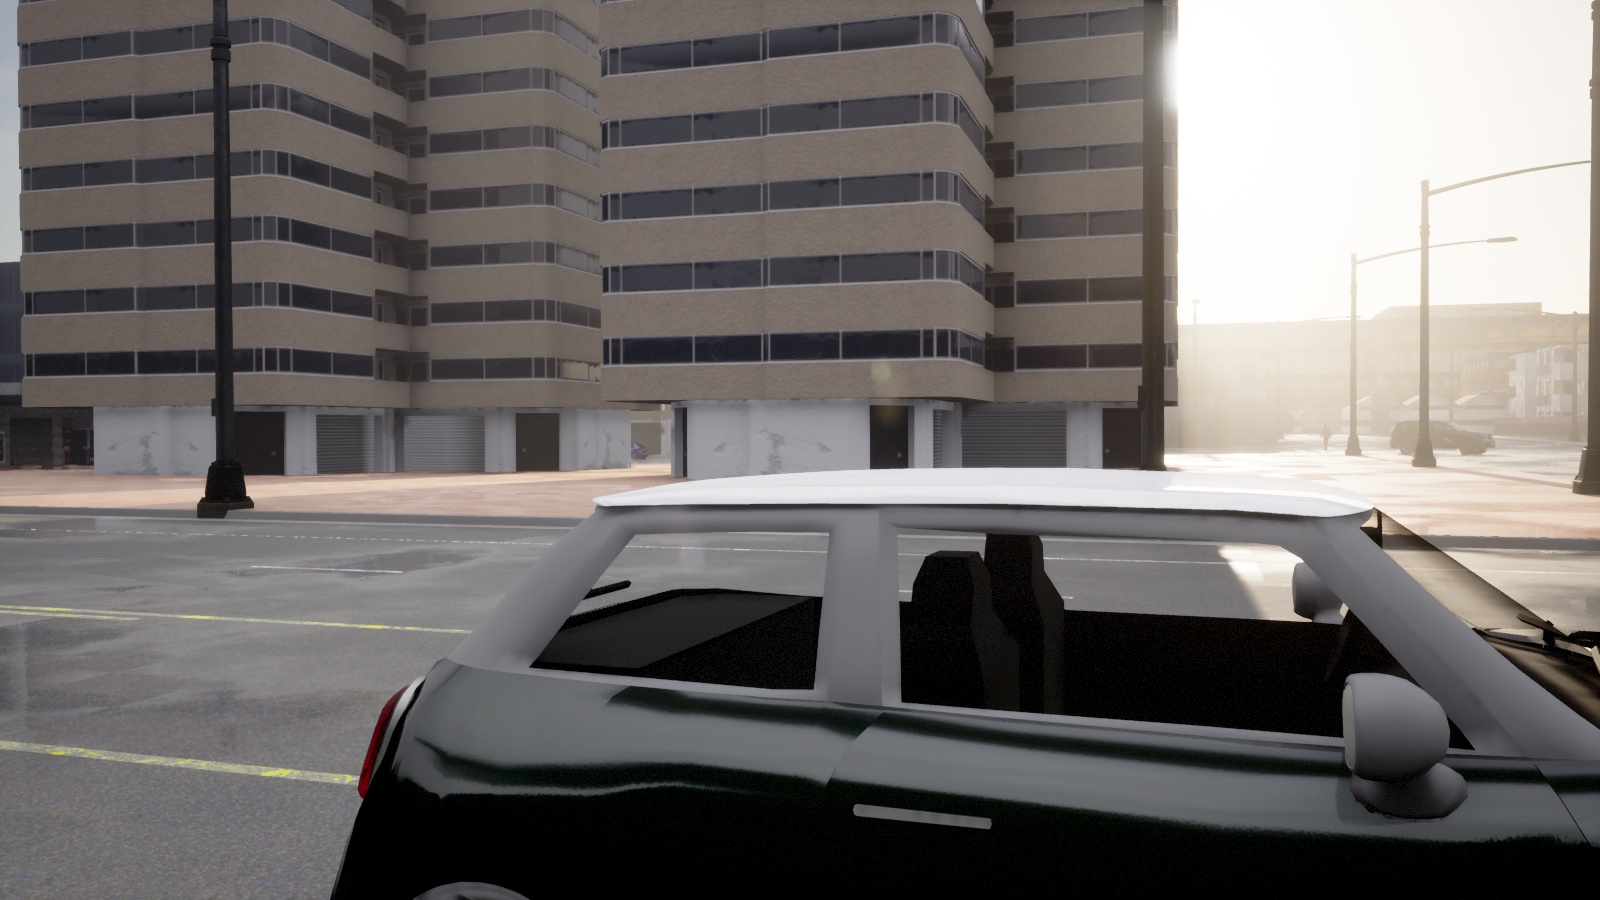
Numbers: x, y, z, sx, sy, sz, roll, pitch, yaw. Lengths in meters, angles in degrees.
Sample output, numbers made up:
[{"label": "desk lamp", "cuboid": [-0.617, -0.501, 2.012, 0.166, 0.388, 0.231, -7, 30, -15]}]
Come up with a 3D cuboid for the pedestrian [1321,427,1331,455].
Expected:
[{"label": "pedestrian", "cuboid": [34.489, -0.577, 82.335, 0.431, 1.840, 0.709, 1, 1, 33]}]

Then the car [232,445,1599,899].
[{"label": "car", "cuboid": [0.941, 0.749, 2.925, 3.806, 1.475, 1.970, 1, 1, 19]}]

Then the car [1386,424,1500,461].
[{"label": "car", "cuboid": [37.725, -0.463, 73.779, 2.150, 2.045, 5.566, 0, 1, -43]}]

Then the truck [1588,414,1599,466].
[{"label": "truck", "cuboid": [39.342, -0.450, 59.055, 2.627, 2.467, 5.204, 1, 2, 18]}]
